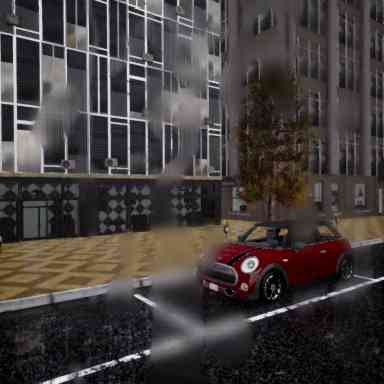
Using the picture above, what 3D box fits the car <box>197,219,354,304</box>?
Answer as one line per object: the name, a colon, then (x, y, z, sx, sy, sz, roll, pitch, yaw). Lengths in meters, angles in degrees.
car: (2.067, 1.439, 8.043, 4.097, 1.590, 1.967, 0, -1, -35)
